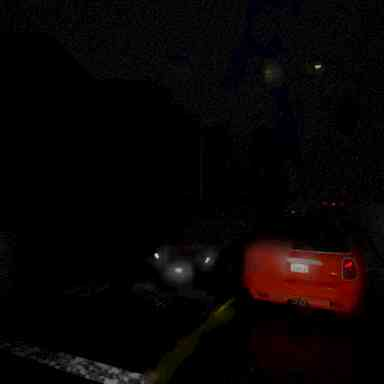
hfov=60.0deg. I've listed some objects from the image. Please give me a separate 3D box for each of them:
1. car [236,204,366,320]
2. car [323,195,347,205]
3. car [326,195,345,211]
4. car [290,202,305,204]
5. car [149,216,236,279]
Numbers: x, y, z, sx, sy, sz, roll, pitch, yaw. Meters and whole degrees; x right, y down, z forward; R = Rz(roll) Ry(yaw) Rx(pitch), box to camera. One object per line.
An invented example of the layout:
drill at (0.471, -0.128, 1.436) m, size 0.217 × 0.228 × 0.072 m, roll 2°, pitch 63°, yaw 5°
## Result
car at (2.734, 1.334, 7.711) m, size 2.097 × 1.767 × 4.553 m, roll 1°, pitch 0°, yaw 24°
car at (14.971, 1.311, 34.926) m, size 2.150 × 2.045 × 5.566 m, roll 1°, pitch 0°, yaw 25°
car at (19.214, 1.388, 44.500) m, size 2.150 × 2.045 × 5.566 m, roll 1°, pitch 0°, yaw 24°
car at (9.194, 1.567, 29.076) m, size 1.994 × 1.385 × 4.181 m, roll 1°, pitch 0°, yaw 24°
car at (0.784, 1.496, 10.337) m, size 2.033 × 1.411 × 5.357 m, roll 1°, pitch 0°, yaw 24°
